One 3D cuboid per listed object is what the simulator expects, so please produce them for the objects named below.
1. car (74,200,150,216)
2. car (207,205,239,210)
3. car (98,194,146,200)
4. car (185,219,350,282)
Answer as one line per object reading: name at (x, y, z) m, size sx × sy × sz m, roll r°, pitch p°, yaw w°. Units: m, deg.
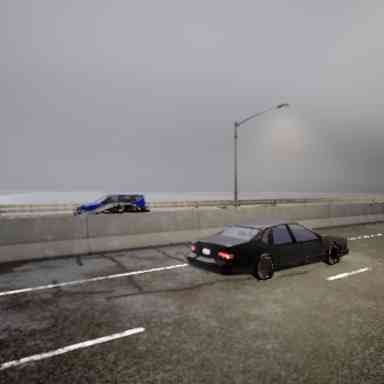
car at (-5.036, 1.477, 21.838) m, size 4.892 × 1.490 × 1.837 m, roll 0°, pitch 0°, yaw -35°
car at (1.790, 1.556, 22.325) m, size 4.718 × 1.301 × 1.895 m, roll 0°, pitch 0°, yaw -35°
car at (-6.021, 1.191, 25.425) m, size 5.566 × 2.045 × 2.150 m, roll 0°, pitch 0°, yaw -35°
car at (2.408, 1.523, 9.742) m, size 5.357 × 1.411 × 2.033 m, roll 0°, pitch 0°, yaw -35°
